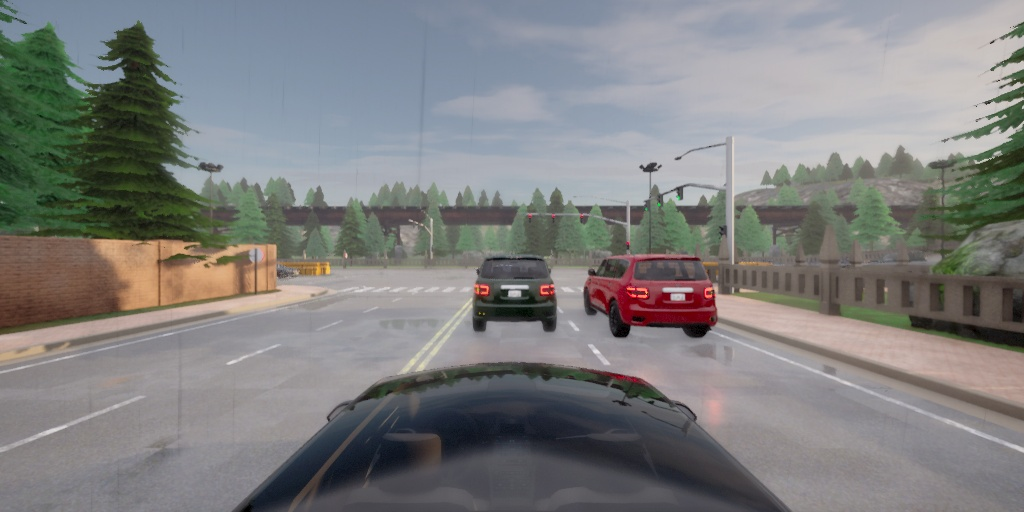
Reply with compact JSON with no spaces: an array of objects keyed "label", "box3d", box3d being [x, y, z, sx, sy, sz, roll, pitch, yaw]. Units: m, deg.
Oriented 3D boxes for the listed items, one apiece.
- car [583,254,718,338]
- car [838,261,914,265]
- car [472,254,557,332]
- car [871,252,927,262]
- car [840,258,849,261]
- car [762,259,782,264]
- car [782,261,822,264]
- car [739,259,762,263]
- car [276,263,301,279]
[{"label":"car","box3d":[3.571,0.968,10.344,2.150,2.045,5.566,0,0,0]},{"label":"car","box3d":[31.632,1.339,31.328,4.718,1.301,1.895,0,0,0]},{"label":"car","box3d":[0.071,0.968,11.021,2.150,2.045,5.566,0,0,0]},{"label":"car","box3d":[45.143,0.652,42.006,5.566,2.045,2.150,-3,0,-1]},{"label":"car","box3d":[41.763,1.063,45.504,4.902,1.511,2.128,-2,0,0]},{"label":"car","box3d":[31.383,1.280,45.541,5.357,1.411,2.033,0,0,0]},{"label":"car","box3d":[34.747,1.285,42.021,4.181,1.385,1.994,0,0,0]},{"label":"car","box3d":[25.834,1.225,42.051,4.902,1.511,2.128,0,0,0]},{"label":"car","box3d":[-21.232,1.264,31.619,4.674,1.442,1.812,0,0,0]}]
